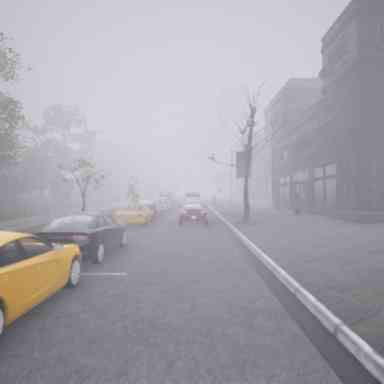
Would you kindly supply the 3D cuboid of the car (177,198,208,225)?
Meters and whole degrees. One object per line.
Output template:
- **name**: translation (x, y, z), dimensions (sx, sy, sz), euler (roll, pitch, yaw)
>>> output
- **car**: translation (0.100, 1.387, 22.784), dimensions (1.812, 1.442, 4.674), euler (0, 0, 0)

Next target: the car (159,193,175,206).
- **car**: translation (-3.652, 1.259, 39.351), dimensions (2.097, 1.535, 5.008), euler (0, 0, 2)

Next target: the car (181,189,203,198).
- **car**: translation (0.099, 0.981, 39.590), dimensions (2.150, 2.045, 5.566), euler (0, 0, 0)

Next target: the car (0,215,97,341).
- **car**: translation (-3.651, 1.449, 6.072), dimensions (2.097, 1.535, 5.008), euler (0, 1, 2)

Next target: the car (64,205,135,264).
- **car**: translation (-3.652, 1.427, 11.620), dimensions (2.097, 1.535, 5.008), euler (0, 0, 2)

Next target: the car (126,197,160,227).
- **car**: translation (-3.644, 1.365, 21.872), dimensions (1.946, 1.575, 5.366), euler (0, 0, 2)

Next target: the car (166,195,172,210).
- **car**: translation (-3.652, 1.312, 33.810), dimensions (2.231, 1.521, 4.892), euler (0, 0, 2)

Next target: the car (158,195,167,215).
- **car**: translation (-3.652, 1.344, 28.254), dimensions (2.097, 1.535, 5.008), euler (0, 1, 2)

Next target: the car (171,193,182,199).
- **car**: translation (-3.653, 0.959, 78.945), dimensions (2.002, 1.452, 4.674), euler (0, 1, 2)

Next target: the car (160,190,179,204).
- **car**: translation (-3.651, 0.928, 48.302), dimensions (2.435, 2.045, 5.566), euler (0, 0, 2)

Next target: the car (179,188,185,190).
- **car**: translation (-3.630, 0.469, 92.199), dimensions (2.185, 1.767, 4.553), euler (2, 2, 2)
